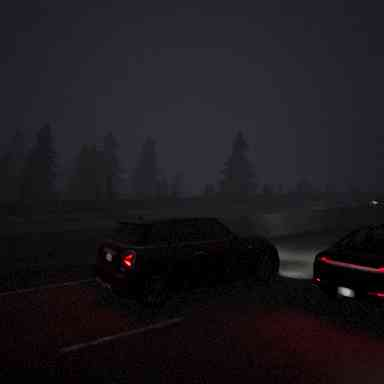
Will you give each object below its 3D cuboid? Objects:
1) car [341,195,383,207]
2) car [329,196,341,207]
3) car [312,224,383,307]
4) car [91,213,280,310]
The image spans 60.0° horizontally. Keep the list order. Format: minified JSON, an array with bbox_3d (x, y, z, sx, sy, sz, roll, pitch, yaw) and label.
[{"bbox_3d":[17.827,1.023,33.892,4.902,1.511,2.128,-1,1,-35],"label":"car"},{"bbox_3d":[18.000,1.039,38.315,5.357,1.411,2.033,-1,1,-35],"label":"car"},{"bbox_3d":[4.559,1.426,6.998,4.902,1.511,2.128,-1,1,-35],"label":"car"},{"bbox_3d":[0.024,1.331,8.065,4.553,1.767,2.097,-1,1,-35],"label":"car"}]
